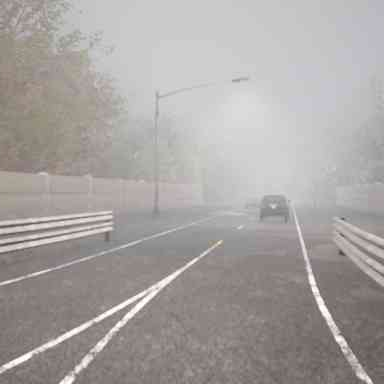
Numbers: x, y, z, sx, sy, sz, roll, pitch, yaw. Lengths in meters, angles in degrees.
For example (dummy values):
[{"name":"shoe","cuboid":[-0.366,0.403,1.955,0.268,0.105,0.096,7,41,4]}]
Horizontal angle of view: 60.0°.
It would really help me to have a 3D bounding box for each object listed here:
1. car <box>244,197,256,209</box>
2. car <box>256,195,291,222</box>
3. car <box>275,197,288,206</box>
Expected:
[{"name":"car","cuboid":[8.180,1.466,45.028,1.837,1.490,4.892,2,0,16]},{"name":"car","cuboid":[6.767,1.224,27.105,2.150,2.045,5.566,0,0,16]},{"name":"car","cuboid":[14.969,1.564,55.592,1.994,1.385,4.181,0,0,16]}]
